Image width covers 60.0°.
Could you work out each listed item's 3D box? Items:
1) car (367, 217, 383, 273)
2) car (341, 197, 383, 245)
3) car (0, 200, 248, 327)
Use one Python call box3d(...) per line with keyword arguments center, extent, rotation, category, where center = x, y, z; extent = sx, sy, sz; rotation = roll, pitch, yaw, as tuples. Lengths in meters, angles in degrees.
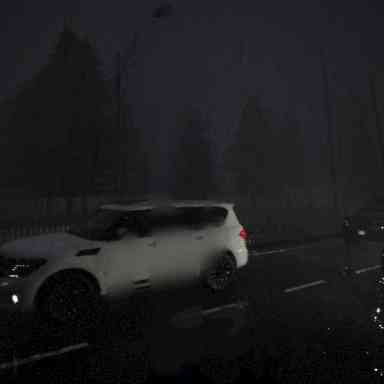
box3d(center=(7.008, 1.477, 8.923), extent=(5.008, 1.535, 1.882), rotation=(0, 0, -35), category="car")
box3d(center=(8.800, 1.222, 14.449), extent=(5.566, 2.045, 2.150), rotation=(0, 0, -36), category="car")
box3d(center=(-1.238, 1.220, 7.397), extent=(5.566, 2.045, 2.150), rotation=(0, 0, -35), category="car")
